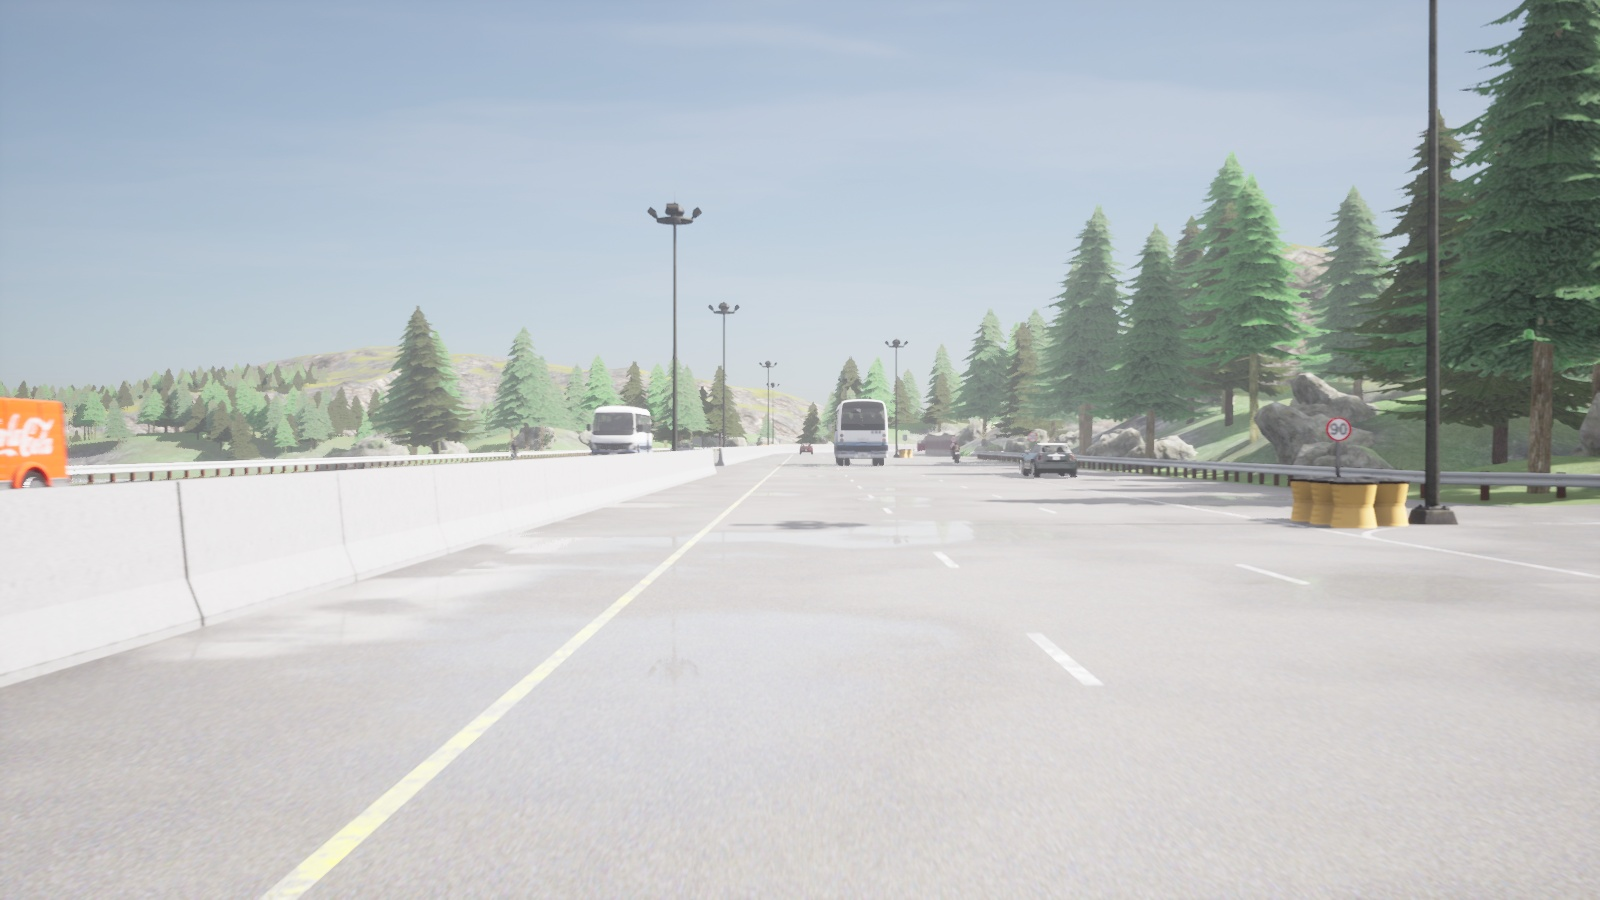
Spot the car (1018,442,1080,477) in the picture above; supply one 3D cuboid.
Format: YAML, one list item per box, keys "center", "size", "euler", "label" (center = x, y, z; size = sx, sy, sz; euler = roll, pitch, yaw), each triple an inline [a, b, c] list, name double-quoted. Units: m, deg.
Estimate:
- center: [10.832, 0.411, 54.955]
  size: [1.970, 1.475, 3.806]
  euler: [0, 0, 0]
  label: "car"

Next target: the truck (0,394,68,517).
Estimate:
- center: [-17.341, 0.105, 24.881]
  size: [2.627, 2.467, 5.204]
  euler: [0, 0, 0]
  label: "truck"

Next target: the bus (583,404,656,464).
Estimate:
- center: [-13.441, -1.172, 94.331]
  size: [3.944, 4.253, 10.273]
  euler: [0, 0, 0]
  label: "bus"

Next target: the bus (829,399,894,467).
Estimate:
- center: [4.005, -1.105, 84.785]
  size: [3.944, 4.253, 10.273]
  euler: [0, 0, 0]
  label: "bus"
